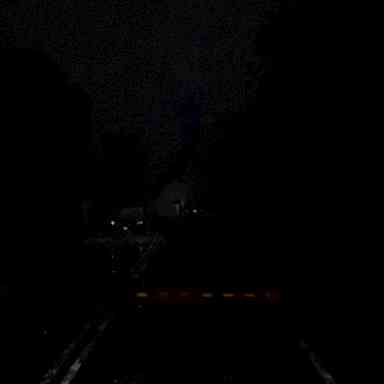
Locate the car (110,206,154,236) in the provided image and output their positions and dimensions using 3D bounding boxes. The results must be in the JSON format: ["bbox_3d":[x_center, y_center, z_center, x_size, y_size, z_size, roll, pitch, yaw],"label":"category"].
[{"bbox_3d":[-3.249,1.519,18.671,1.812,1.442,4.674,0,0,1],"label":"car"}]

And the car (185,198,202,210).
[{"bbox_3d":[0.224,1.489,42.604,2.033,1.411,5.357,0,0,0],"label":"car"}]

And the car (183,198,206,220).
[{"bbox_3d":[0.221,1.529,28.290,2.033,1.411,5.357,0,0,0],"label":"car"}]

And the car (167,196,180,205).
[{"bbox_3d":[-3.142,1.373,56.778,2.128,1.511,4.902,0,0,0],"label":"car"}]
